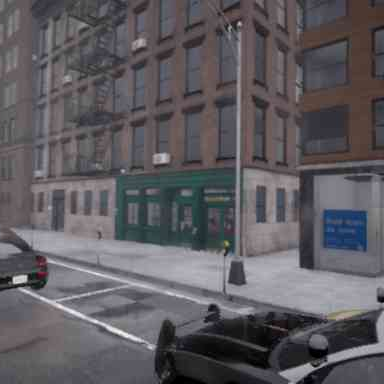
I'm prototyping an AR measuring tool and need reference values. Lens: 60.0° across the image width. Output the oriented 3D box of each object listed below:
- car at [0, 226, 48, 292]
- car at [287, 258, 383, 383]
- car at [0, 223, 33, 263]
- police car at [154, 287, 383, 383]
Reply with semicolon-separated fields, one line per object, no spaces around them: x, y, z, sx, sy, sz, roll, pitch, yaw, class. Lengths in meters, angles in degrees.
-5.585;1.840;9.035;4.674;1.442;1.812;-1;-3;42;car
3.594;1.743;3.283;4.829;1.417;1.752;-1;-3;42;car
-8.643;2.069;14.177;4.206;1.307;1.802;-1;-3;42;car
1.803;1.577;2.464;5.238;1.638;1.930;-1;-3;42;police car
